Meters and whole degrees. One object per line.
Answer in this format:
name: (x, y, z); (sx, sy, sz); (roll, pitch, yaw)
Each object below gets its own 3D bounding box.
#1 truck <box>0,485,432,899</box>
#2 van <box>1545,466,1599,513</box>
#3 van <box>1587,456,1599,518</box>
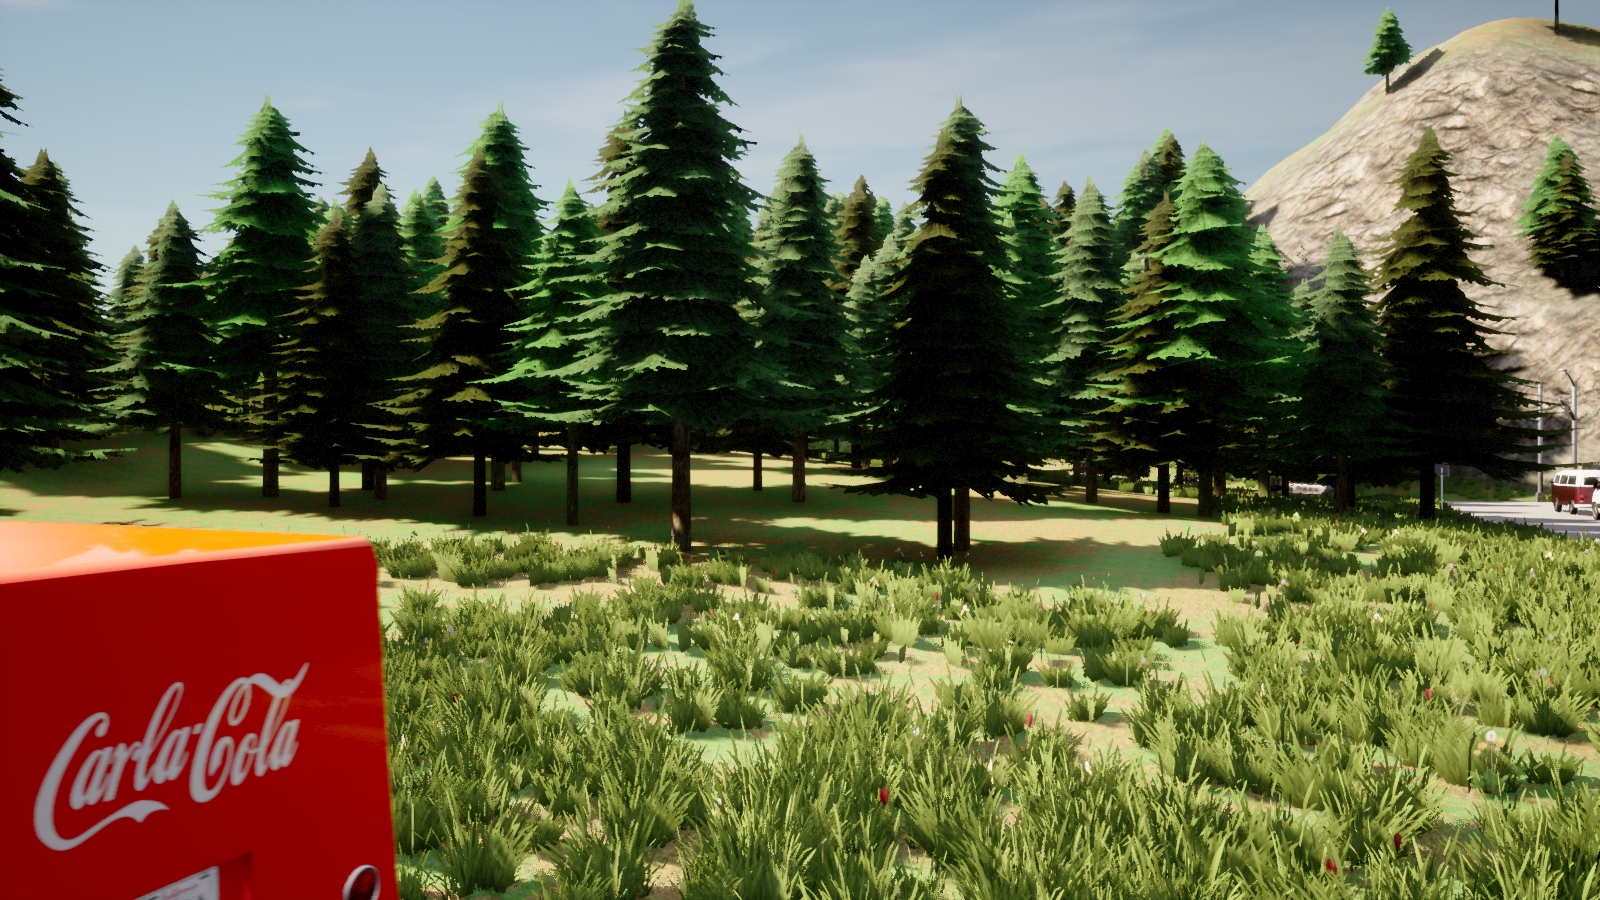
truck: (-4.616, 1.428, 5.005); (5.204, 2.467, 2.627); (0, 0, 20)
van: (36.159, 1.782, 52.642); (2.069, 2.038, 4.480); (0, 0, 20)
van: (33.726, 1.534, 45.978); (1.988, 2.561, 5.915); (0, 0, 20)
